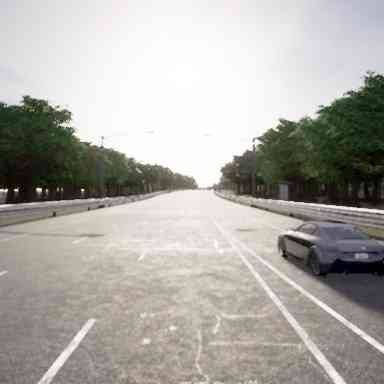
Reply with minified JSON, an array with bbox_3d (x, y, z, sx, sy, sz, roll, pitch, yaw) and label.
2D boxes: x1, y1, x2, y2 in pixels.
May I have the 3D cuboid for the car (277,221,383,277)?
[{"bbox_3d":[4.153,1.584,10.369,1.994,1.385,4.181,0,0,-3],"label":"car"}]
